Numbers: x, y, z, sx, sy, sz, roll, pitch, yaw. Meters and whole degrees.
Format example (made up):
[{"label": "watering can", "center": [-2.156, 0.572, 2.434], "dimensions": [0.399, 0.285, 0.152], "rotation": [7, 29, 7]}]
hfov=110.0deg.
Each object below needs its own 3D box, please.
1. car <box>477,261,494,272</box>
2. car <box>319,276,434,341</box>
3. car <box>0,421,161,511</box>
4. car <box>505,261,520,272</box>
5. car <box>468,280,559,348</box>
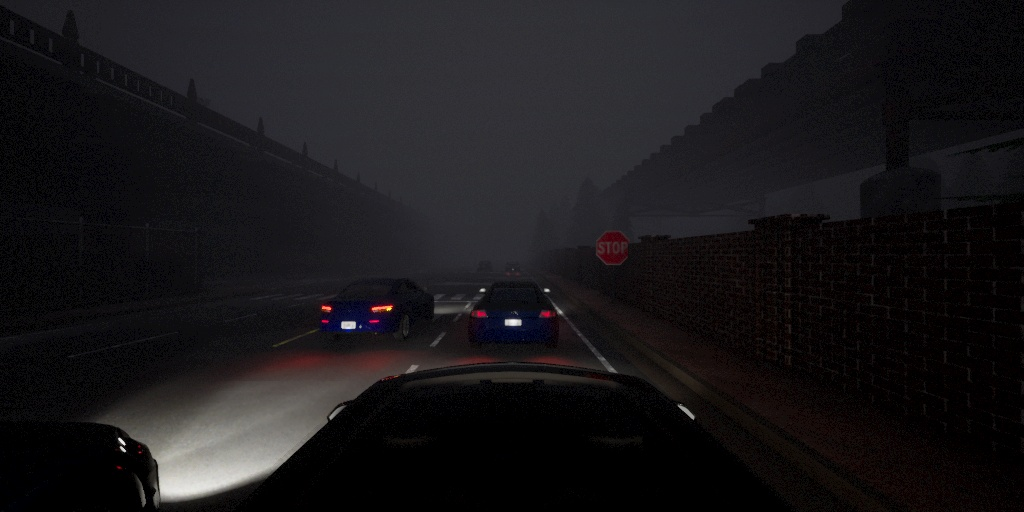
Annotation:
[{"label": "car", "center": [-3.410, 1.297, 45.908], "dimensions": [2.033, 1.411, 5.357], "rotation": [0, 0, -1]}, {"label": "car", "center": [-3.415, 1.276, 9.779], "dimensions": [1.812, 1.442, 4.674], "rotation": [0, 0, 0]}, {"label": "car", "center": [-3.398, 1.314, 0.683], "dimensions": [1.994, 1.385, 4.181], "rotation": [0, 0, 0]}, {"label": "car", "center": [0.085, 1.351, 46.076], "dimensions": [1.895, 1.301, 4.718], "rotation": [0, 0, -1]}, {"label": "car", "center": [0.067, 1.314, 9.258], "dimensions": [1.994, 1.385, 4.181], "rotation": [0, 0, 1]}]
